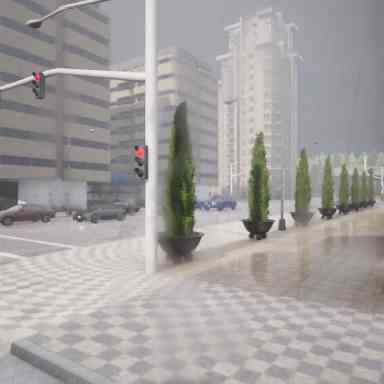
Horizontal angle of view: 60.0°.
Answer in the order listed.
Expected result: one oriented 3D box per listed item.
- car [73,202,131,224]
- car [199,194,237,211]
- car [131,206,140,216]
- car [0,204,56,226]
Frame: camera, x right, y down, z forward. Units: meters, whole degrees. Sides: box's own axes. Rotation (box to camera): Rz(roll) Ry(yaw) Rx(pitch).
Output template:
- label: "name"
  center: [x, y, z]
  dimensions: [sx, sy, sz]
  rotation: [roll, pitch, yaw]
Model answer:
- label: "car"
  center: [-7.183, 1.645, 26.133]
  dimensions: [1.994, 1.385, 4.181]
  rotation: [0, 0, 35]
- label: "car"
  center: [3.649, 1.303, 41.850]
  dimensions: [2.150, 2.045, 5.566]
  rotation: [0, 0, 35]
- label: "car"
  center: [-7.311, 1.687, 32.121]
  dimensions: [1.895, 1.301, 4.718]
  rotation: [0, 0, 35]
- label: "car"
  center: [-12.451, 1.612, 24.613]
  dimensions: [1.812, 1.442, 4.674]
  rotation: [0, 0, 34]
